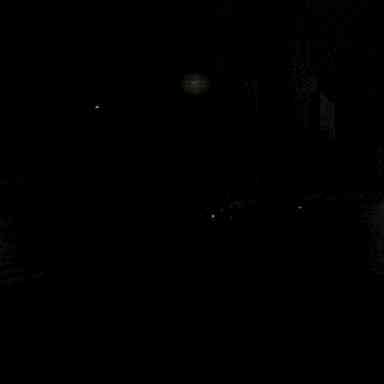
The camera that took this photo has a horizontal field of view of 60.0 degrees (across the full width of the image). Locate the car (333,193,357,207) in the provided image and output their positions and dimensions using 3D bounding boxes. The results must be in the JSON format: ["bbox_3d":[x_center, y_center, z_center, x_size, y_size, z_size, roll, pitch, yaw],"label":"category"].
[{"bbox_3d":[20.485,1.137,45.344,2.192,1.841,5.009,0,0,35],"label":"car"}]

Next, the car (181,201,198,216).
[{"bbox_3d":[0.636,1.525,31.663,1.802,1.307,4.206,0,0,35],"label":"car"}]

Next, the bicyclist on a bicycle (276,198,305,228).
[{"bbox_3d":[5.379,1.177,18.341,1.656,1.620,0.582,-1,0,35],"label":"bicyclist on a bicycle"}]

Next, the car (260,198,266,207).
[{"bbox_3d":[7.060,1.495,40.934,1.802,1.307,4.206,0,0,35],"label":"car"}]

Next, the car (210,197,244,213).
[{"bbox_3d":[3.846,1.367,36.298,1.967,1.590,4.097,0,0,35],"label":"car"}]

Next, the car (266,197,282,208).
[{"bbox_3d":[10.175,1.427,45.429,1.752,1.417,4.829,0,0,35],"label":"car"}]

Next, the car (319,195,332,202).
[{"bbox_3d":[29.544,1.428,73.380,1.802,1.307,4.206,0,0,35],"label":"car"}]

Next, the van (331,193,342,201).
[{"bbox_3d":[35.967,1.187,82.653,1.690,1.788,3.998,-1,0,35],"label":"van"}]

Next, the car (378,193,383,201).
[{"bbox_3d":[42.968,1.359,77.785,1.802,1.307,4.206,-1,0,35],"label":"car"}]

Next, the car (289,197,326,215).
[{"bbox_3d":[10.852,1.425,31.438,1.947,1.339,4.313,0,0,35],"label":"car"}]

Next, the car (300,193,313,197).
[{"bbox_3d":[19.908,1.416,59.475,1.887,1.381,4.507,0,0,35],"label":"car"}]

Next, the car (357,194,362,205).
[{"bbox_3d":[23.698,1.378,49.977,1.947,1.339,4.313,0,0,35],"label":"car"}]

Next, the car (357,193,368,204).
[{"bbox_3d":[26.909,1.118,54.613,2.192,1.841,5.009,0,0,35],"label":"car"}]

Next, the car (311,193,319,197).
[{"bbox_3d":[19.416,1.332,48.309,2.128,1.511,4.902,-1,0,35],"label":"car"}]

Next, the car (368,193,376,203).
[{"bbox_3d":[33.333,1.100,63.883,2.192,1.841,5.009,0,0,35],"label":"car"}]

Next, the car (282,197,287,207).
[{"bbox_3d":[13.484,1.456,50.205,1.947,1.339,4.313,0,0,35],"label":"car"}]

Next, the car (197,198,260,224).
[{"bbox_3d":[2.800,1.402,24.333,2.128,1.511,4.902,-1,0,35],"label":"car"}]

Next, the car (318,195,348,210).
[{"bbox_3d":[17.275,1.378,40.708,1.887,1.381,4.507,0,0,35],"label":"car"}]

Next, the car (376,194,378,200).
[{"bbox_3d":[36.642,1.303,68.656,1.752,1.417,4.829,-1,0,35],"label":"car"}]

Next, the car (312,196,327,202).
[{"bbox_3d":[26.333,1.419,68.746,1.947,1.339,4.313,0,0,35],"label":"car"}]
